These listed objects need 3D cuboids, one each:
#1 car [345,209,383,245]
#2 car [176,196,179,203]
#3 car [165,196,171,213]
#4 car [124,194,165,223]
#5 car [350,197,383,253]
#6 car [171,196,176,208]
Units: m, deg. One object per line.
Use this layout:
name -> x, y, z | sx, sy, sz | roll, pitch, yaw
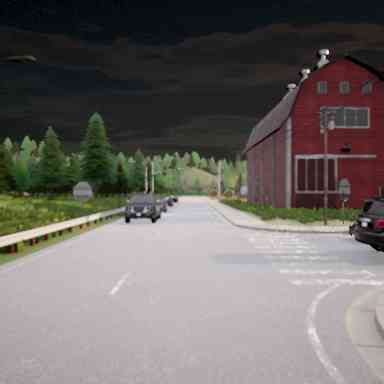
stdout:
car -> 9.377, 1.519, 14.848 | 4.181, 1.385, 1.994 | 0, 0, 2
car -> -3.475, 1.459, 62.023 | 1.895, 1.301, 4.718 | 0, 0, 0
car -> -3.582, 1.400, 35.176 | 1.837, 1.490, 4.892 | 0, 0, 0
car -> -3.574, 1.147, 25.028 | 2.150, 2.045, 5.566 | 0, 0, 0
car -> 8.518, 1.186, 11.320 | 5.566, 2.045, 2.150 | 0, 0, -2
car -> -3.569, 1.464, 45.941 | 1.895, 1.301, 4.718 | 0, 0, 0
